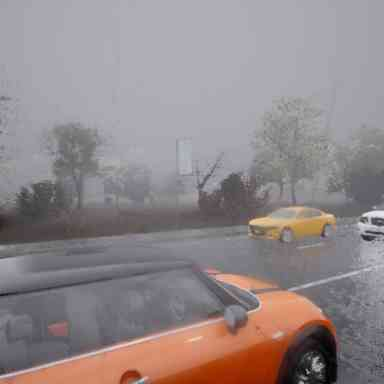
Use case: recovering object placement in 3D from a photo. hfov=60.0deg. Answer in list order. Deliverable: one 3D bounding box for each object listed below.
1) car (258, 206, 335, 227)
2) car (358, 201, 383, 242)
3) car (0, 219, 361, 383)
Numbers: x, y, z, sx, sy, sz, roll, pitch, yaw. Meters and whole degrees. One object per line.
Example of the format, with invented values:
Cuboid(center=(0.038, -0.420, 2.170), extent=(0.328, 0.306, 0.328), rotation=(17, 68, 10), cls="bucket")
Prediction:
Cuboid(center=(4.898, 1.477, 16.080), extent=(5.008, 1.535, 1.882), rotation=(0, 0, -35), cls="car")
Cuboid(center=(9.985, 1.221, 15.408), extent=(5.566, 2.045, 2.150), rotation=(0, 0, -35), cls="car")
Cuboid(center=(-0.548, 1.352, 3.352), extent=(4.553, 1.767, 2.097), rotation=(0, 0, -35), cls="car")
